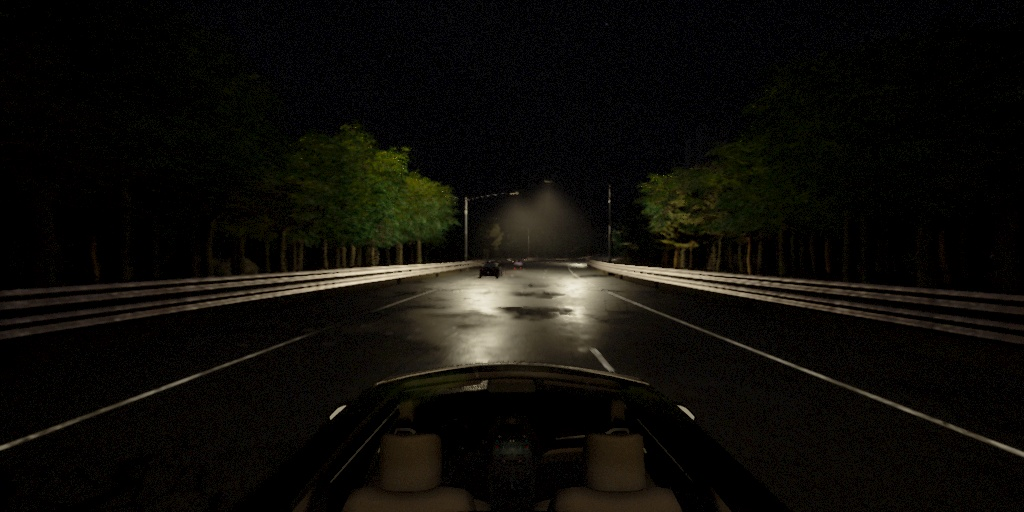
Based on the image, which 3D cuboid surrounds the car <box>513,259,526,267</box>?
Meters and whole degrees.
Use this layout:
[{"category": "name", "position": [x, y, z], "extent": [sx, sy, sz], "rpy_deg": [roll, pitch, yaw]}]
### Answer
[{"category": "car", "position": [1.367, 1.275, 64.685], "extent": [2.033, 1.649, 4.856], "rpy_deg": [0, 1, 9]}]

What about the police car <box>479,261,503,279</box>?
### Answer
[{"category": "police car", "position": [-1.982, 1.335, 35.587], "extent": [1.930, 1.638, 5.238], "rpy_deg": [0, 0, 5]}]
